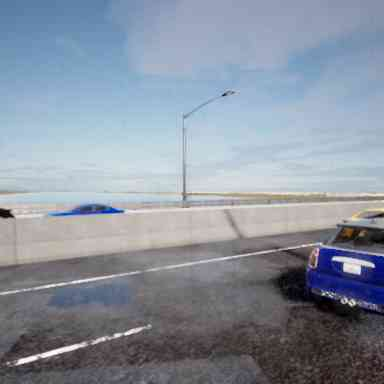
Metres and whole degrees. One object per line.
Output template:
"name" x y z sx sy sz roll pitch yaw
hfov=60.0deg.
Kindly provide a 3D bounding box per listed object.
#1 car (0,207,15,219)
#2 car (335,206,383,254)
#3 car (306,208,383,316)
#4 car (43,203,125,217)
"car" -13.486 1.486 20.135 4.902 1.511 2.128 0 0 -35
"car" 8.260 1.411 13.878 5.008 1.535 1.882 0 0 -35
"car" 4.468 1.318 6.911 4.553 1.767 2.097 0 0 -35
"car" -6.594 1.447 20.694 5.008 1.535 1.882 0 0 -35
